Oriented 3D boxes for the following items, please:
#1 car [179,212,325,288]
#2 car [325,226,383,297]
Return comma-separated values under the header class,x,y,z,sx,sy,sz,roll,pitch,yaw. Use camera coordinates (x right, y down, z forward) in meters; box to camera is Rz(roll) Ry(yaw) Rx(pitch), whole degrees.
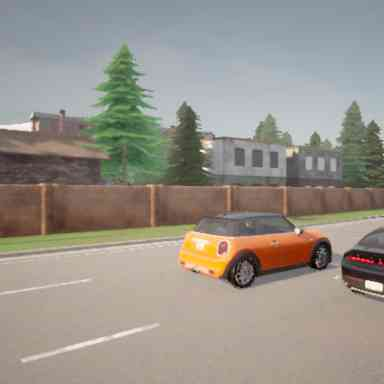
class,x,y,z,sx,sy,sz,roll,pitch,yaw
car,1.935,1.340,9.418,4.553,1.767,2.097,0,0,-35
car,5.321,1.491,7.532,4.892,1.490,1.837,0,0,-35
